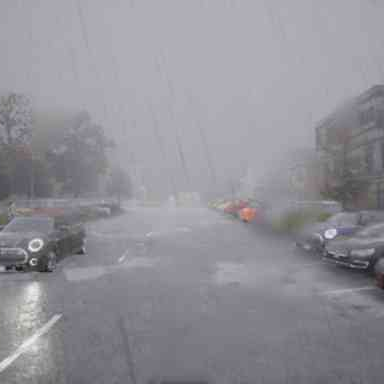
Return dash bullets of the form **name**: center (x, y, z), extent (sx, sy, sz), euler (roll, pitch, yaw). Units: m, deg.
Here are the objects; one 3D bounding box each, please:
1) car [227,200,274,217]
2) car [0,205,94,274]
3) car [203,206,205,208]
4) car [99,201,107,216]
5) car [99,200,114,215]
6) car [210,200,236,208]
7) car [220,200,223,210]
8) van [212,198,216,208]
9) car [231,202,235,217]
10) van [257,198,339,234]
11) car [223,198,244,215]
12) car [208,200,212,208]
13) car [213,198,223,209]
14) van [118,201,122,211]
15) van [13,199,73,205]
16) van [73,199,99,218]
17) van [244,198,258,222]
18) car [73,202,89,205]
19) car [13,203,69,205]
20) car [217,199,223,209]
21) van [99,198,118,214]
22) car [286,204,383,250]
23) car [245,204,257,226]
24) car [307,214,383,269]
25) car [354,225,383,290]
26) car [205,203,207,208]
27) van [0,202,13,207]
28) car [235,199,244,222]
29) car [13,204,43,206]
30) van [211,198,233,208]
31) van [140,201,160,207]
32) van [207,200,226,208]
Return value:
- **car**: center (6.440, 1.822, 36.757), extent (4.553, 1.767, 2.185), euler (1, -1, -20)
- **car**: center (-5.103, 1.478, 11.074), extent (2.097, 1.767, 4.553), euler (0, -1, 0)
- **car**: center (6.240, 3.239, 83.621), extent (5.008, 1.535, 2.097), euler (2, -4, -20)
- **car**: center (-11.410, 1.948, 33.903), extent (4.674, 1.452, 2.002), euler (-1, -1, -20)
- **car**: center (-11.414, 1.991, 36.848), extent (4.674, 1.452, 2.002), euler (0, -1, -20)
- **car**: center (6.336, 2.522, 69.018), extent (4.892, 1.521, 2.231), euler (2, -3, -20)
- **car**: center (6.396, 1.994, 39.686), extent (4.892, 1.521, 2.231), euler (1, -1, -20)
- **van**: center (6.286, 2.049, 57.240), extent (4.442, 1.987, 1.878), euler (1, -1, -20)
- **car**: center (6.409, 1.902, 30.883), extent (4.674, 1.452, 2.002), euler (1, -1, -20)
- **van**: center (6.306, 1.478, 19.112), extent (4.442, 1.987, 1.878), euler (1, -1, -20)
- **car**: center (6.435, 1.653, 33.836), extent (5.566, 2.045, 2.435), euler (1, -1, -20)
- **car**: center (6.211, 2.318, 60.151), extent (5.366, 1.575, 1.946), euler (1, -1, -20)
- **car**: center (6.575, 2.181, 51.477), extent (5.366, 1.575, 1.946), euler (1, -1, -20)
- **van**: center (-11.305, 1.817, 42.781), extent (4.442, 1.987, 1.878), euler (0, -1, -20)
- **van**: center (-11.517, 1.559, 25.030), extent (4.442, 1.987, 1.878), euler (0, -1, -20)
- **van**: center (-11.303, 1.639, 31.006), extent (4.442, 1.987, 1.878), euler (-1, -1, -20)
- **van**: center (6.520, 1.558, 25.067), extent (4.442, 1.987, 1.878), euler (1, -1, -20)
- **car**: center (-11.402, 1.863, 28.010), extent (4.674, 1.452, 2.002), euler (-1, -1, -20)
- **car**: center (-11.230, 1.741, 22.191), extent (5.366, 1.575, 1.946), euler (-1, -1, -20)
- **car**: center (6.576, 2.086, 45.617), extent (5.366, 1.575, 1.946), euler (1, -1, -20)
- **van**: center (-11.520, 1.772, 39.748), extent (4.442, 1.987, 1.878), euler (0, -1, -20)
- **car**: center (6.445, 1.511, 13.295), extent (4.553, 1.767, 2.185), euler (1, 0, -20)
- **car**: center (6.403, 1.743, 22.087), extent (5.008, 1.535, 2.097), euler (1, -1, -20)
- **car**: center (6.420, 1.604, 10.354), extent (4.892, 1.521, 2.231), euler (1, 0, -20)
- **car**: center (6.387, 1.599, 7.407), extent (4.792, 1.488, 2.163), euler (1, 0, -20)
- **car**: center (6.457, 2.895, 77.850), extent (5.366, 1.575, 1.946), euler (2, -3, -20)
- **van**: center (-11.511, 1.448, 16.195), extent (4.442, 1.987, 1.878), euler (-1, 0, -20)
- **car**: center (6.380, 1.694, 27.948), extent (4.553, 1.767, 2.185), euler (1, -1, -20)
- **car**: center (-11.395, 1.709, 19.181), extent (4.892, 1.521, 2.231), euler (-1, 0, -20)
- **van**: center (6.438, 2.403, 71.988), extent (4.442, 1.987, 1.878), euler (2, -3, -20)
- **van**: center (-11.525, 3.405, 88.629), extent (4.442, 1.987, 1.878), euler (1, -5, -21)
- **van**: center (6.315, 3.223, 86.602), extent (4.442, 1.987, 1.878), euler (2, -5, -21)
